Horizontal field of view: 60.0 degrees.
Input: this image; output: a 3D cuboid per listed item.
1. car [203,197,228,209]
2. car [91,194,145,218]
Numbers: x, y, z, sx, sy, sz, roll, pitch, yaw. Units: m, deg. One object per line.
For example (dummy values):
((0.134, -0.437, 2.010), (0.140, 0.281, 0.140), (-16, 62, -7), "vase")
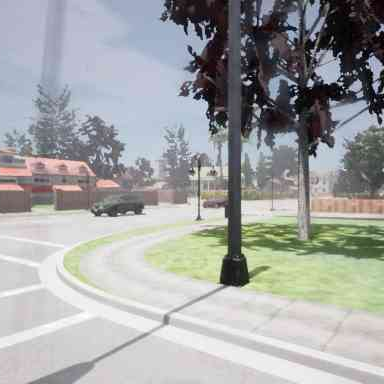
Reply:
((3.336, 1.493, 46.190), (1.882, 1.535, 5.008), (0, 0, 34), "car")
((-6.848, 1.214, 31.290), (2.150, 2.045, 5.566), (0, 1, 33), "car")
